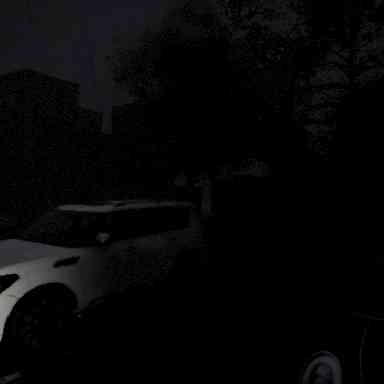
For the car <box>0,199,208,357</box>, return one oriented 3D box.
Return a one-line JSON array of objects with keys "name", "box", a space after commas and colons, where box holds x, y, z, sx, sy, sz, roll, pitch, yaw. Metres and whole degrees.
[{"name": "car", "box": [-1.843, 1.201, 6.562, 2.435, 2.045, 5.566, 0, 0, 36]}]
